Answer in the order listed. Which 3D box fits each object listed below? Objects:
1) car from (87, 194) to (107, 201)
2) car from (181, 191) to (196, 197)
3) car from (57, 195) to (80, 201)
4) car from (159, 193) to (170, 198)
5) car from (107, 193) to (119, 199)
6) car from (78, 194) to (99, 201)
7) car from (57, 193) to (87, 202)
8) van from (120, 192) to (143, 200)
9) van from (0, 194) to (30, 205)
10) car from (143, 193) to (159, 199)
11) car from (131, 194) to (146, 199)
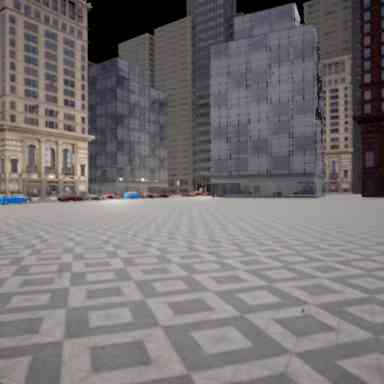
[{"bbox_3d":[-20.405,1.262,68.758,2.008,1.369,4.403,0,1,35],"label":"car"},{"bbox_3d":[-1.399,0.950,95.438,1.802,1.307,4.206,0,1,35],"label":"car"},{"bbox_3d":[-27.344,1.319,73.711,2.008,1.369,4.403,0,1,35],"label":"car"},{"bbox_3d":[-7.735,1.015,86.545,1.887,1.381,4.507,0,1,35],"label":"car"},{"bbox_3d":[-21.009,1.082,82.602,1.967,1.590,4.097,0,1,35],"label":"car"},{"bbox_3d":[-24.176,1.254,78.157,2.008,1.369,4.403,0,1,35],"label":"car"},{"bbox_3d":[-23.574,1.094,64.308,2.192,1.841,5.009,0,1,35],"label":"car"},{"bbox_3d":[-14.070,0.926,77.650,1.690,1.788,3.998,0,1,35],"label":"van"},{"bbox_3d":[-29.910,1.258,55.415,1.690,1.788,3.998,0,1,35],"label":"van"},{"bbox_3d":[-10.903,0.966,82.097,1.967,1.590,4.097,0,1,35],"label":"car"},{"bbox_3d":[-14.674,1.109,91.496,1.802,1.307,4.206,0,1,35],"label":"car"}]
